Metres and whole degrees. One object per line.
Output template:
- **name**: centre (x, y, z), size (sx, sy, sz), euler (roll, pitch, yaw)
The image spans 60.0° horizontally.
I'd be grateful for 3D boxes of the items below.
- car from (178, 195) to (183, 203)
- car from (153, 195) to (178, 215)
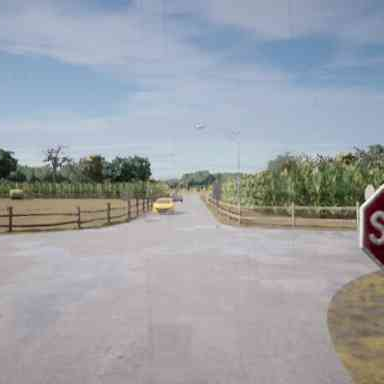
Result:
- **car**: centre (-2.575, 1.200, 58.080), size (1.994, 1.385, 4.181), euler (0, 1, 0)
- **car**: centre (-2.667, 1.362, 32.398), size (1.882, 1.535, 5.008), euler (0, 1, 0)
